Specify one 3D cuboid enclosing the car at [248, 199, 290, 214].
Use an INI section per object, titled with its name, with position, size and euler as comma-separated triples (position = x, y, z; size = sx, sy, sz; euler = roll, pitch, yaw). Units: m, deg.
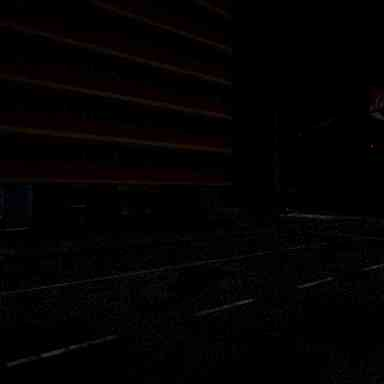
[car]
position = 8.136, 1.486, 35.330
size = 2.128, 1.511, 4.902
euler = 0, 0, -36
